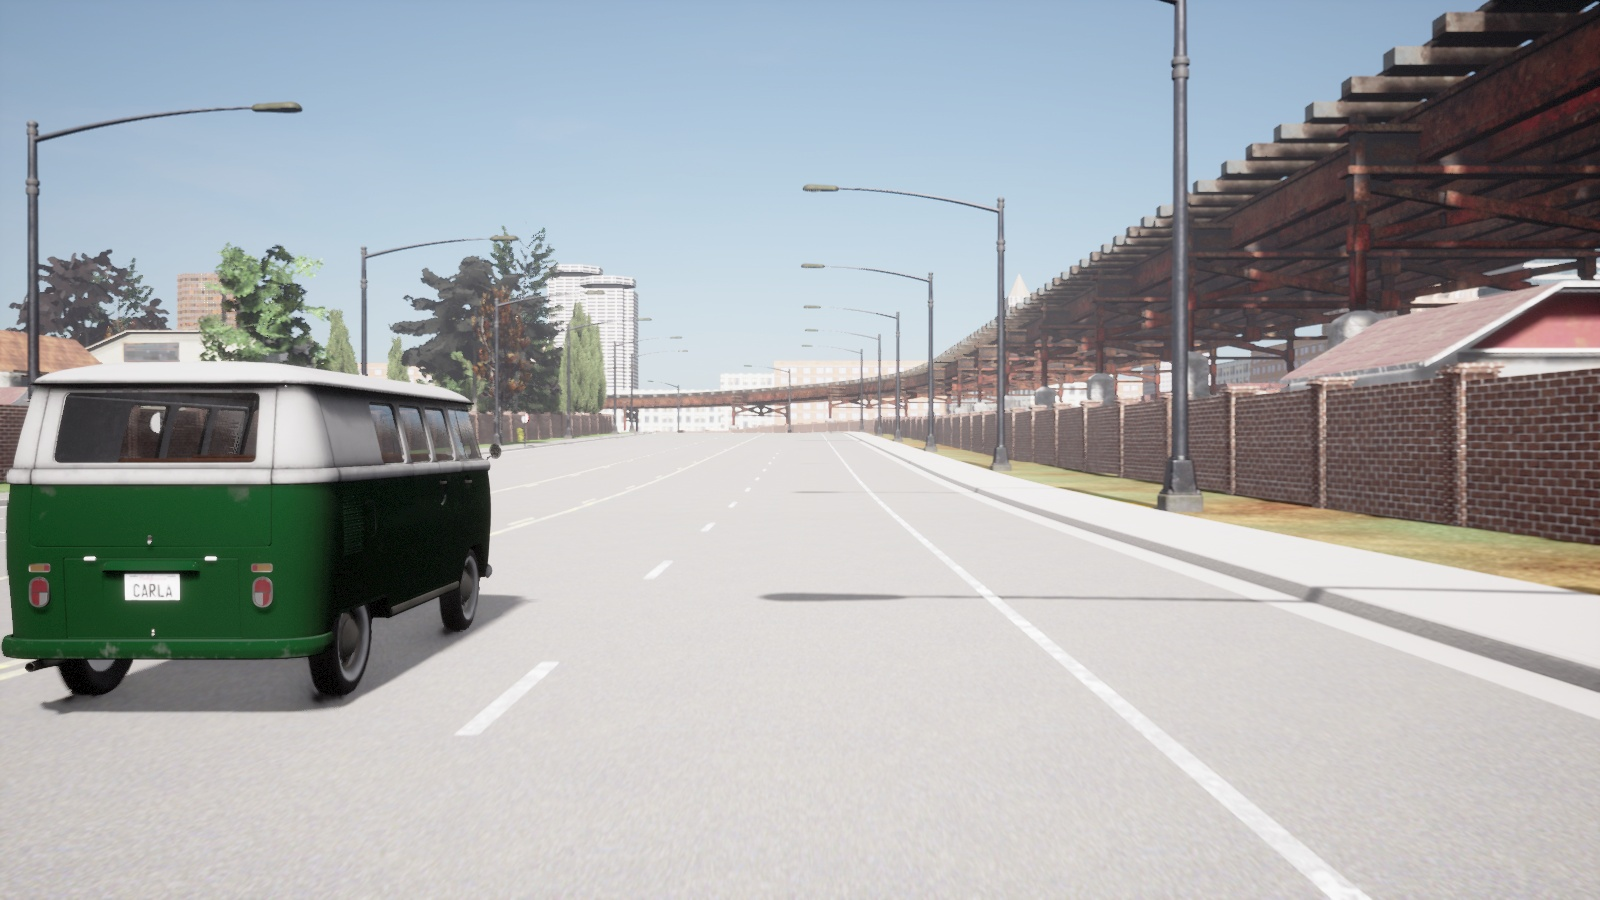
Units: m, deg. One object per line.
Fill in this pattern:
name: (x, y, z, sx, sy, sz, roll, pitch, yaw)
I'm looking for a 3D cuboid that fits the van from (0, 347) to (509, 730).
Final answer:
van: (-3.436, 0.447, 8.732, 1.775, 1.987, 4.442, 0, 0, 0)
